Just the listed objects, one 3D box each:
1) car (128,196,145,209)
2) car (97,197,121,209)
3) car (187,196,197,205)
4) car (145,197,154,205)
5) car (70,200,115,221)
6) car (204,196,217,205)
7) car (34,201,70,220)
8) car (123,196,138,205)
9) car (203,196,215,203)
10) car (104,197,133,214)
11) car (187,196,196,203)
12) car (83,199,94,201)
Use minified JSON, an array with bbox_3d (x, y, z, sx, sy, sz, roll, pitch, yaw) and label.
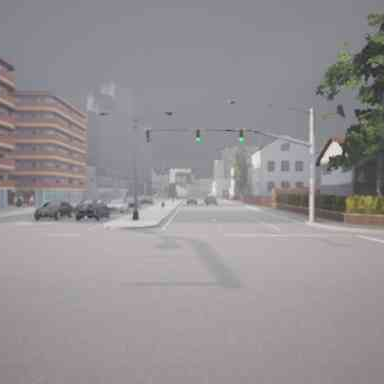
[{"bbox_3d":[-8.096,1.503,45.568,1.882,1.535,5.008,0,0,0],"label":"car"},{"bbox_3d":[-11.589,1.518,46.967,2.128,1.511,4.902,0,0,0],"label":"car"},{"bbox_3d":[-0.013,1.558,59.358,1.812,1.442,4.674,0,0,0],"label":"car"},{"bbox_3d":[-8.025,1.597,59.744,1.994,1.385,4.181,0,0,0],"label":"car"},{"bbox_3d":[-8.096,1.616,27.581,1.895,1.301,4.718,0,0,1],"label":"car"},{"bbox_3d":[3.487,1.580,58.942,2.033,1.411,5.357,0,0,0],"label":"car"},{"bbox_3d":[-11.599,1.521,28.261,1.837,1.490,4.892,0,0,0],"label":"car"},{"bbox_3d":[-11.514,1.539,62.629,1.837,1.490,4.892,0,0,0],"label":"car"},{"bbox_3d":[3.485,1.531,69.359,2.128,1.511,4.902,0,0,0],"label":"car"},{"bbox_3d":[-8.099,1.546,36.470,1.812,1.442,4.674,0,0,0],"label":"car"},{"bbox_3d":[-0.015,1.530,69.358,1.812,1.442,4.674,0,0,0],"label":"car"},{"bbox_3d":[-11.596,1.546,37.395,1.812,1.442,4.674,0,0,0],"label":"car"}]
